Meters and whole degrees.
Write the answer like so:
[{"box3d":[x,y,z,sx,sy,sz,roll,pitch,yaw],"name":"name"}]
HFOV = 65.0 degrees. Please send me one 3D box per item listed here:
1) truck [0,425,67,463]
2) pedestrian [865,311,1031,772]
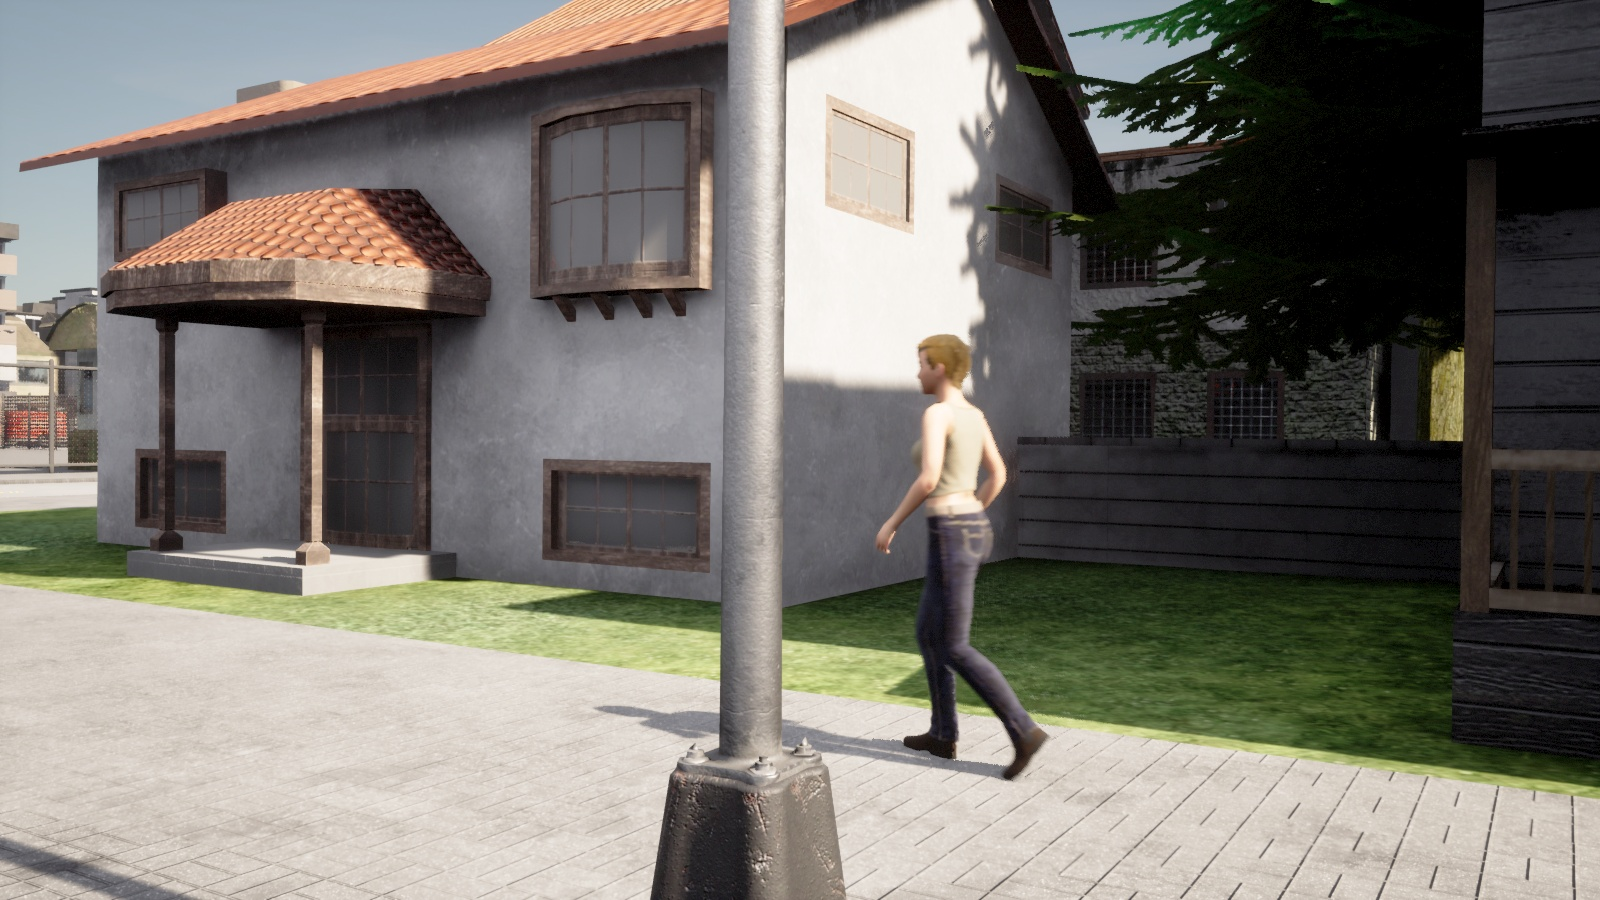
[{"box3d":[-51.673,-0.417,82.751,2.627,2.467,5.204,0,1,43],"name":"truck"},{"box3d":[0.624,0.363,5.294,0.594,1.836,0.345,0,1,31],"name":"pedestrian"}]
